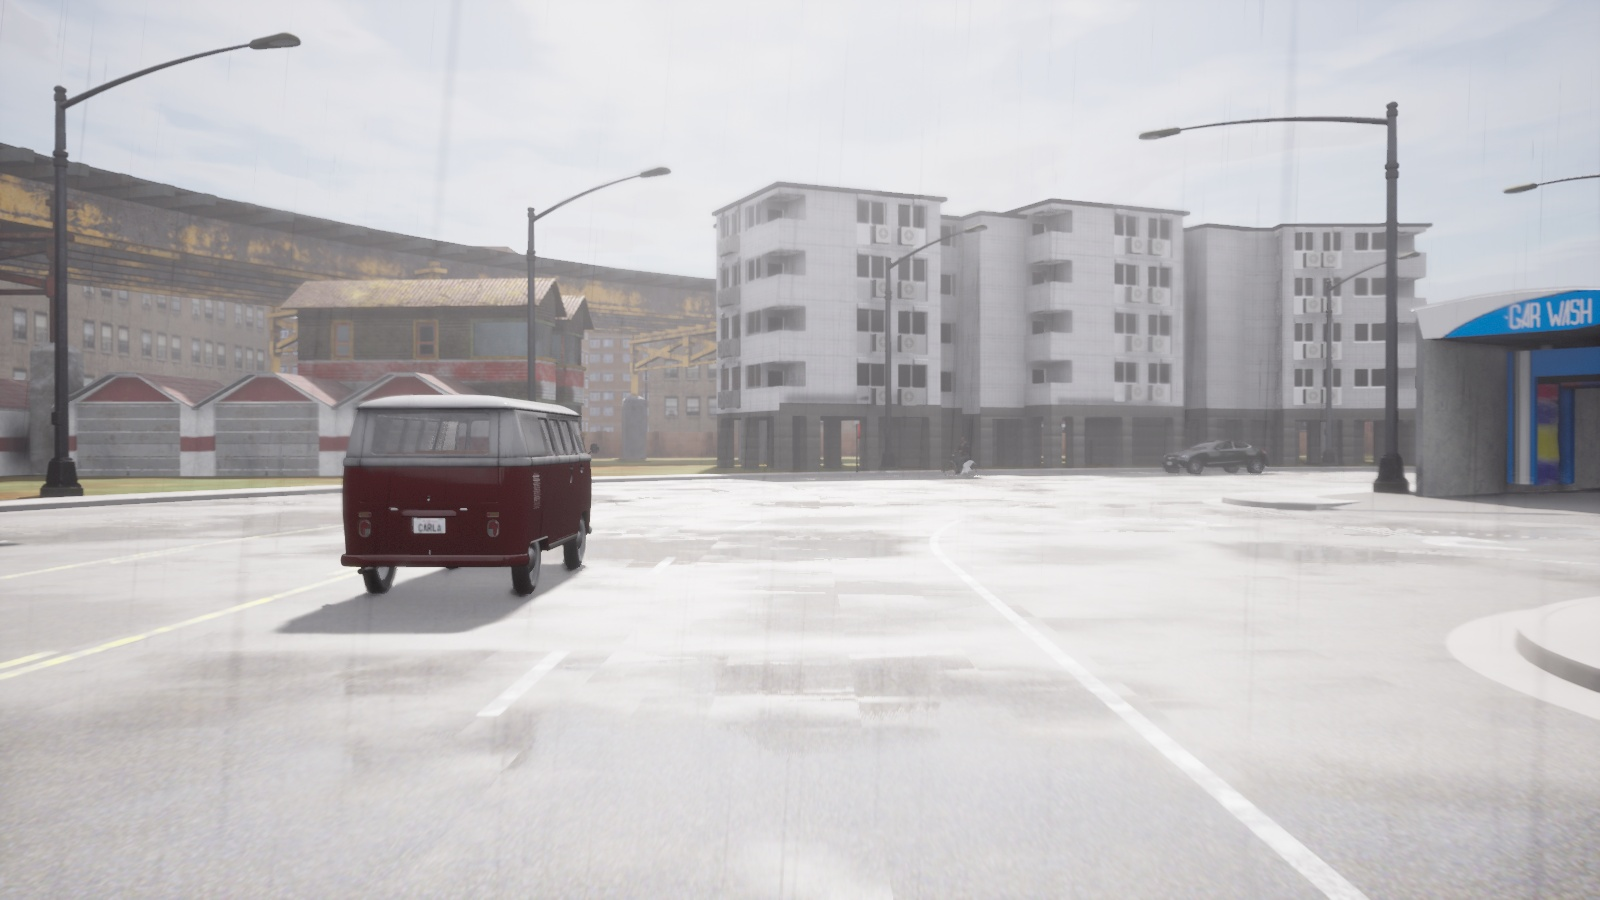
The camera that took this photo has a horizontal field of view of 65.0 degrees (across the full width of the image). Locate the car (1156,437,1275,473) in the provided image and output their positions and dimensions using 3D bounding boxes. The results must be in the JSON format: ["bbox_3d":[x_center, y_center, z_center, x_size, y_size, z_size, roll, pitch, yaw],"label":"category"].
[{"bbox_3d":[19.685,0.205,59.587,5.027,1.651,2.152,0,0,-17],"label":"car"}]

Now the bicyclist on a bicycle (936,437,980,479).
[{"bbox_3d":[6.704,0.323,53.189,1.843,1.776,0.659,0,1,-33],"label":"bicyclist on a bicycle"}]

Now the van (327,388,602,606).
[{"bbox_3d":[-3.416,0.419,13.686,1.775,1.987,4.442,0,0,0],"label":"van"}]
